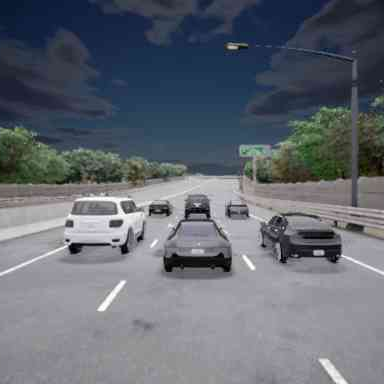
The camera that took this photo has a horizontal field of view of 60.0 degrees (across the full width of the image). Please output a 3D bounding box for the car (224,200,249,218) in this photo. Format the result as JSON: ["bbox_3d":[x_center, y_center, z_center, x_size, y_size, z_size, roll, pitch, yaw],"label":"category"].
[{"bbox_3d":[4.029,1.486,30.375,2.128,1.511,4.902,0,0,1],"label":"car"}]

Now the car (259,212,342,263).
[{"bbox_3d":[3.682,1.504,12.018,1.837,1.490,4.892,0,0,1],"label":"car"}]

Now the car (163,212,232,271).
[{"bbox_3d":[0.171,1.561,10.941,1.994,1.385,4.181,0,0,1],"label":"car"}]

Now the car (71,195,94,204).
[{"bbox_3d":[-19.502,1.312,59.318,2.033,1.411,5.357,0,1,3],"label":"car"}]

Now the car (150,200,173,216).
[{"bbox_3d":[-2.933,1.465,31.879,1.882,1.535,5.008,0,0,2],"label":"car"}]

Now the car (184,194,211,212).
[{"bbox_3d":[0.505,1.213,29.669,2.150,2.045,5.566,0,0,1],"label":"car"}]

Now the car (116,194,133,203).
[{"bbox_3d":[-12.392,1.215,61.282,1.882,1.535,5.008,0,1,3],"label":"car"}]

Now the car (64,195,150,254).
[{"bbox_3d":[-3.302,1.215,13.630,2.150,2.045,5.566,0,0,1],"label":"car"}]

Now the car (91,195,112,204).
[{"bbox_3d":[-16.011,1.316,59.124,2.033,1.411,5.357,0,1,4],"label":"car"}]
